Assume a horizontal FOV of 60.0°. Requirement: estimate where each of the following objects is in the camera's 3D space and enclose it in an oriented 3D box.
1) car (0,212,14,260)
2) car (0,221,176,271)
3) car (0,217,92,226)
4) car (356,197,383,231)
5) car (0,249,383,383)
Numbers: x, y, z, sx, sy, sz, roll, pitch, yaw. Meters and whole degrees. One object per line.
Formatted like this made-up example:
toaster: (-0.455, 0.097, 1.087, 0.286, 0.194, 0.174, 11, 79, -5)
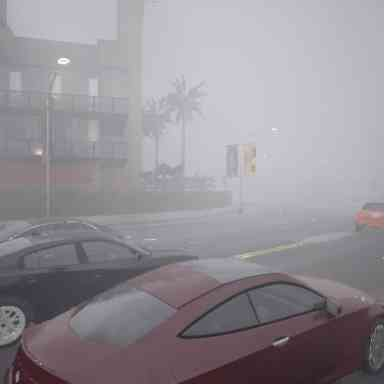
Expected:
car: (-8.511, 1.493, 10.486, 4.892, 1.490, 1.837, 0, 0, -35)
car: (-2.062, 1.472, 6.311, 5.008, 1.535, 1.882, 0, 0, -36)
car: (-4.226, 1.496, 9.270, 4.892, 1.490, 1.837, 0, 0, -38)
car: (11.208, 1.344, 19.629, 2.097, 1.767, 4.553, 0, 0, 37)
car: (0.501, 1.523, 3.856, 4.674, 1.442, 1.812, 0, 0, -36)
